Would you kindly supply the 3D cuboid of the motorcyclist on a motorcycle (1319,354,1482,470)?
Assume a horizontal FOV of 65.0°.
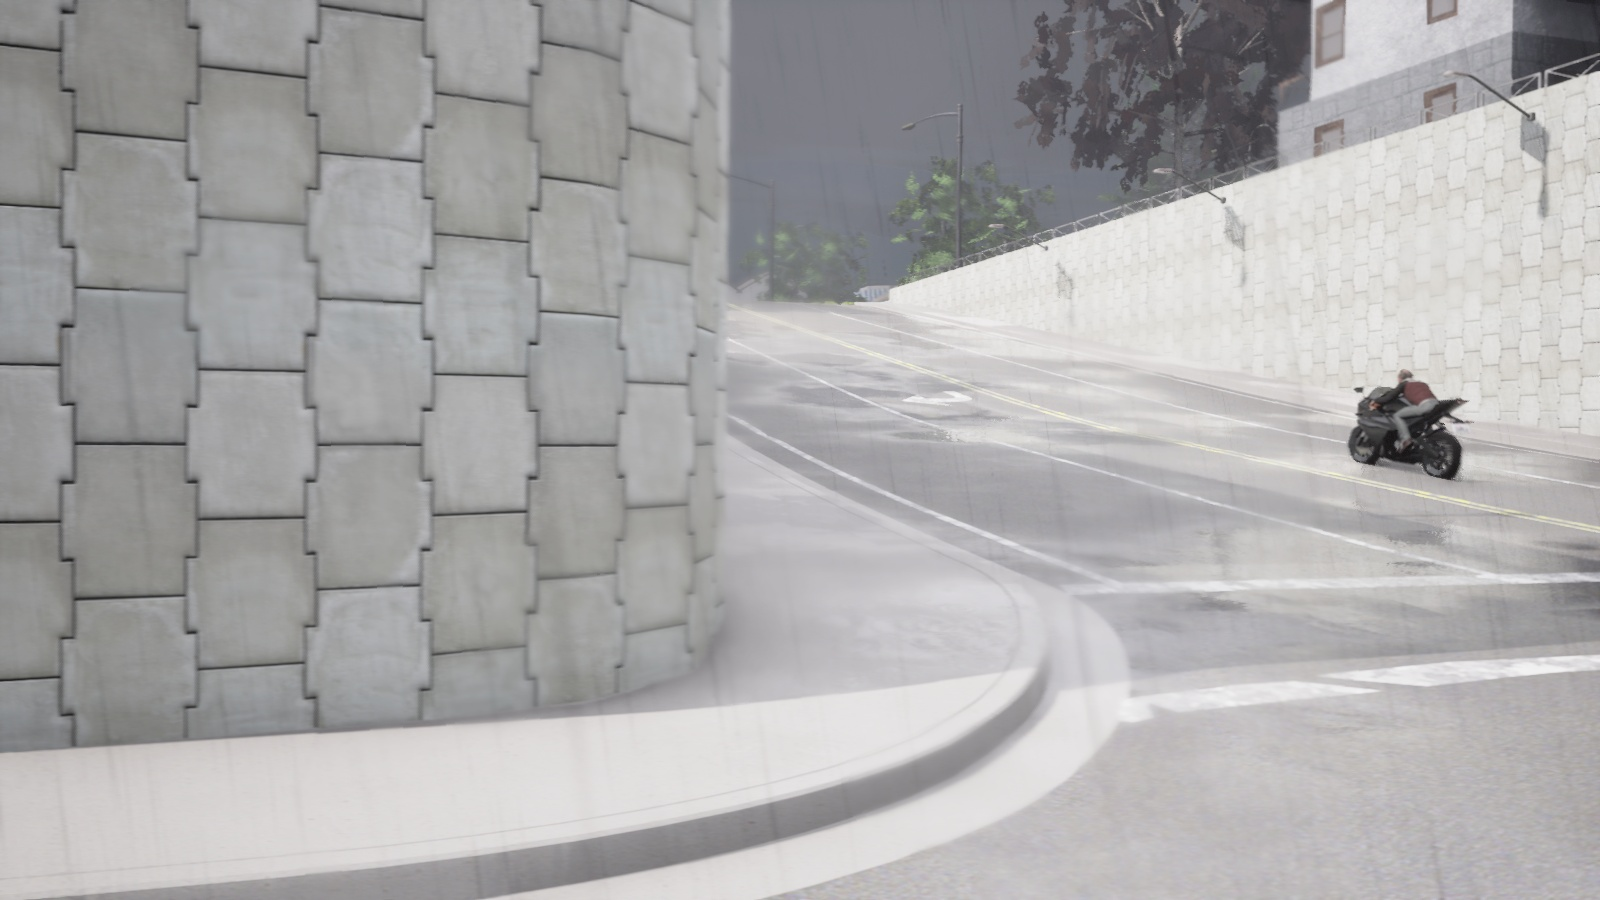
[{"bbox_3d":[8.874,-0.608,18.685,0.866,1.530,2.191,0,7,-16],"label":"motorcyclist on a motorcycle"}]
